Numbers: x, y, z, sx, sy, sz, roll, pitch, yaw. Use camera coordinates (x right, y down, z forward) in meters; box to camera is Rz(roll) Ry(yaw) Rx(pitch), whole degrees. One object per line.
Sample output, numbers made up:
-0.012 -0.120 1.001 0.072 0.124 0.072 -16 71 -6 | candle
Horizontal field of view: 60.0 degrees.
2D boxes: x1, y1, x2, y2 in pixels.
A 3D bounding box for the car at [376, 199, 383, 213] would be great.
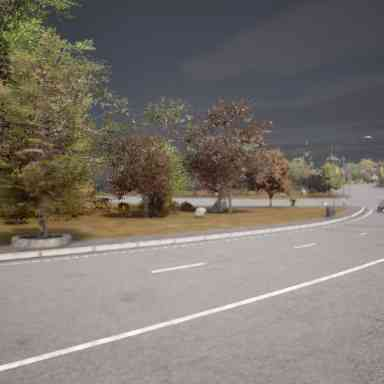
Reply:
23.611 1.649 40.215 1.837 1.490 4.892 -1 1 33 | car
